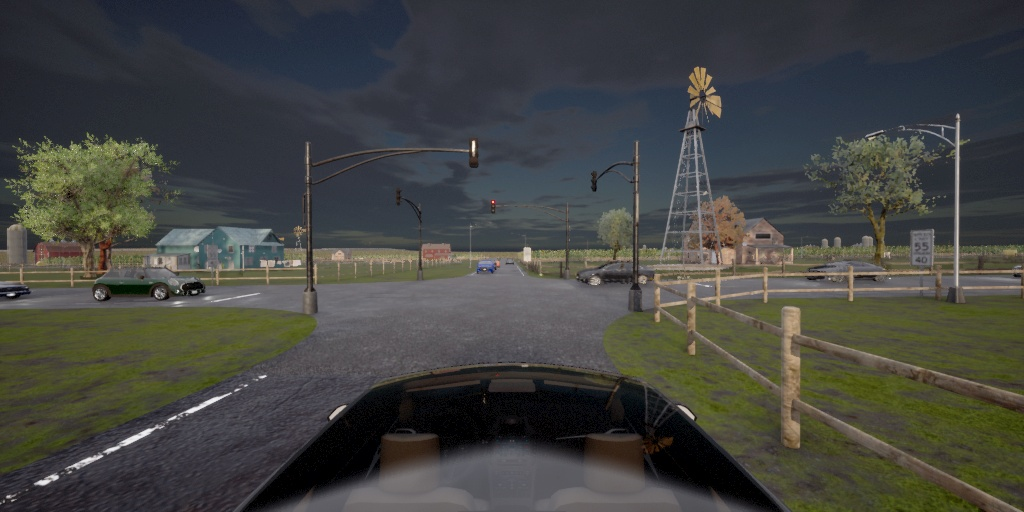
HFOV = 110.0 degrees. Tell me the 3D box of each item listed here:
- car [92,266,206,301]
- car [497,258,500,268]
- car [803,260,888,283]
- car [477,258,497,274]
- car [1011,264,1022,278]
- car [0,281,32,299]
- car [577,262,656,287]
[{"bbox_3d":[-19.177,1.372,19.100,4.553,1.767,2.097,-1,1,0],"label":"car"},{"bbox_3d":[-3.120,1.293,51.878,2.033,1.411,5.357,0,0,-1],"label":"car"},{"bbox_3d":[21.263,0.969,22.991,4.181,1.385,1.994,-1,1,0],"label":"car"},{"bbox_3d":[-3.049,1.222,41.974,1.882,1.535,5.008,0,0,-1],"label":"car"},{"bbox_3d":[35.259,0.746,23.048,4.674,1.442,1.812,-1,1,0],"label":"car"},{"bbox_3d":[-29.288,1.706,19.052,5.357,1.411,2.033,-1,1,0],"label":"car"},{"bbox_3d":[6.621,1.107,22.925,4.892,1.490,1.837,0,1,0],"label":"car"}]
